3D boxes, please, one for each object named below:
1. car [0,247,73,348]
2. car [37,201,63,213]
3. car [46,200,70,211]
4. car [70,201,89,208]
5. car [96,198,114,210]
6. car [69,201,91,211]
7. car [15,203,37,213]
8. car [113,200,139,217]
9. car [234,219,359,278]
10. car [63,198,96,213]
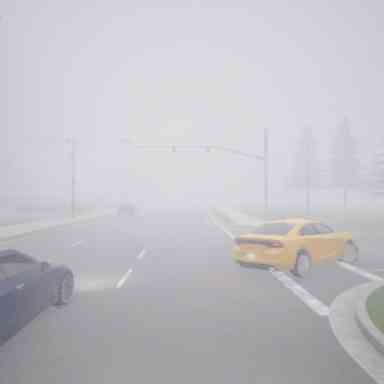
[{"bbox_3d":[-3.461,1.597,5.293,1.812,1.442,4.674,0,-1,-1],"label":"car"},{"bbox_3d":[-18.617,2.143,45.675,2.033,1.411,5.357,0,-1,1],"label":"car"},{"bbox_3d":[-21.920,2.188,54.538,1.882,1.535,5.008,0,-1,1],"label":"car"},{"bbox_3d":[-21.699,2.434,64.449,1.895,1.301,4.718,0,-1,1],"label":"car"},{"bbox_3d":[-14.922,1.924,54.400,2.150,2.045,5.566,0,-1,1],"label":"car"},{"bbox_3d":[-18.412,2.276,54.881,1.994,1.385,4.181,0,-1,1],"label":"car"},{"bbox_3d":[-22.124,2.196,45.402,1.895,1.301,4.718,0,-1,1],"label":"car"},{"bbox_3d":[-7.177,1.988,37.636,1.837,1.490,4.892,0,-1,1],"label":"car"},{"bbox_3d":[3.467,1.612,10.726,5.008,1.535,1.882,1,-3,-42],"label":"car"},{"bbox_3d":[-15.129,1.937,45.090,2.097,1.767,4.553,0,-1,1],"label":"car"}]
